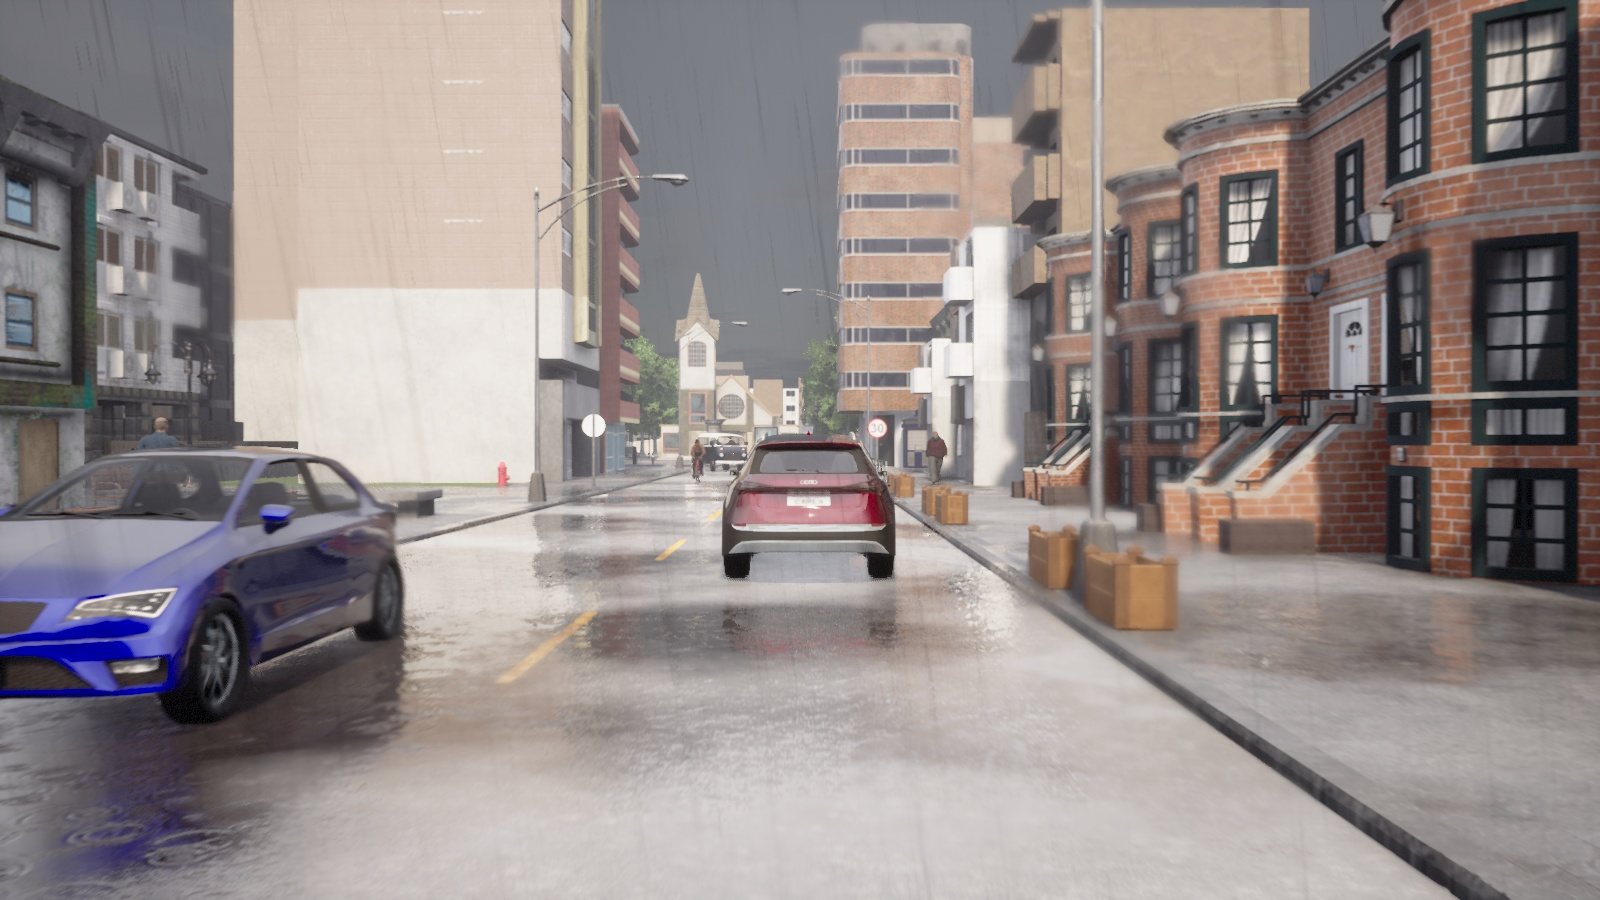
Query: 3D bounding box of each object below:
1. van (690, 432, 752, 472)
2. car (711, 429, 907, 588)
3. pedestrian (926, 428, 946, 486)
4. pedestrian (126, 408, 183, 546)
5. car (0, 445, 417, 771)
[{"bbox_3d":[-4.204,0.093,66.314,2.069,2.038,4.480,1,0,-20],"label":"van"},{"bbox_3d":[0.104,0.590,15.439,2.033,1.649,4.856,0,0,0],"label":"car"},{"bbox_3d":[4.387,0.218,40.605,0.634,1.844,0.899,0,0,7],"label":"pedestrian"},{"bbox_3d":[-8.794,0.353,17.126,0.402,1.842,0.726,0,0,1],"label":"pedestrian"},{"bbox_3d":[-3.940,0.713,7.817,1.816,1.474,4.193,0,0,0],"label":"car"}]
